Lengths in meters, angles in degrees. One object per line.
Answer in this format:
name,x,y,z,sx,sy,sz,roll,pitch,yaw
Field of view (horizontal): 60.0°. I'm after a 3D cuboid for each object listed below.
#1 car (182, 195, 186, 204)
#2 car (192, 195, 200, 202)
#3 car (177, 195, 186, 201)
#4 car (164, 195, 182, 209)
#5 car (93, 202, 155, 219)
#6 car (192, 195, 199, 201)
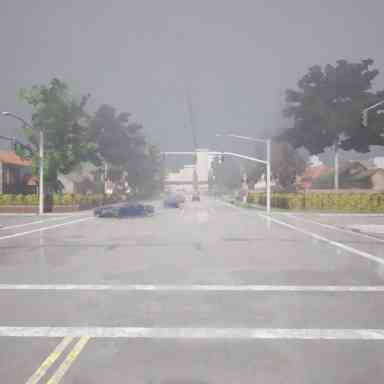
car,-2.659,1.351,65.934,2.097,1.767,4.553,0,0,1
car,0.964,1.500,79.081,1.837,1.490,4.892,0,0,0
car,-2.524,1.529,81.016,2.033,1.411,5.357,0,0,0
car,-2.848,1.477,46.720,1.882,1.535,5.008,0,0,0
car,-5.748,1.547,28.935,5.357,1.411,2.033,0,0,-44
car,1.032,1.514,89.479,1.812,1.442,4.674,0,0,0
